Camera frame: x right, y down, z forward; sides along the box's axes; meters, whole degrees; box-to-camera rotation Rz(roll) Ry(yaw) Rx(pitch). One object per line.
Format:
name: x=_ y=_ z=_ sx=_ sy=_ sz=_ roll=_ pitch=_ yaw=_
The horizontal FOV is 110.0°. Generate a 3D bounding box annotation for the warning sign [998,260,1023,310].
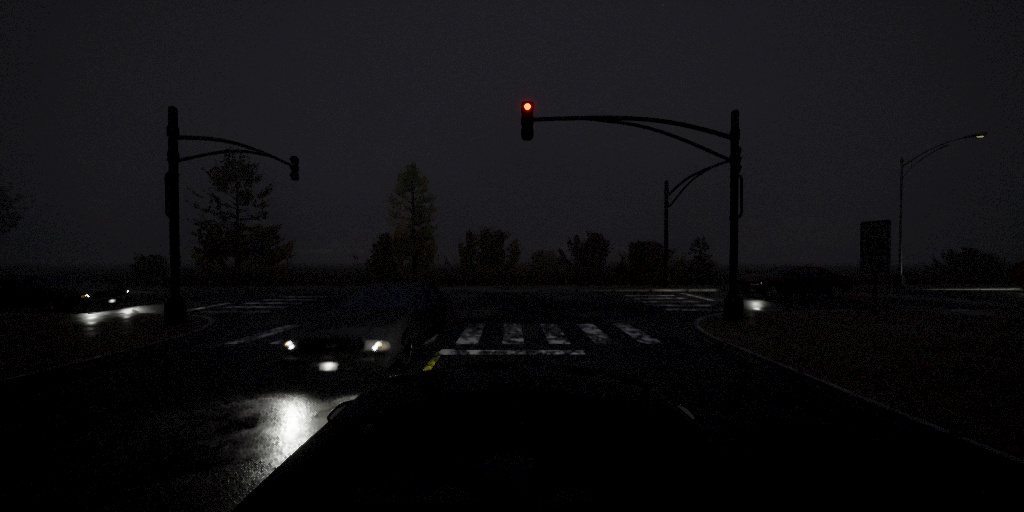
warning sign: x=17.013 y=0.893 z=11.719 sx=1.060 sy=1.860 sz=1.300 roll=0 pitch=0 yaw=-1

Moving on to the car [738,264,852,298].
car: x=13.568 y=1.180 z=17.471 sx=5.008 sy=1.535 sz=1.882 roll=0 pitch=1 yaw=-1

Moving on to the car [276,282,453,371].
car: x=-2.664 y=1.303 z=8.093 sx=2.033 sy=1.411 sz=5.357 roll=0 pitch=0 yaw=3

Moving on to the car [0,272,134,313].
car: x=-18.015 y=1.342 z=13.723 sx=5.357 sy=1.411 sz=2.033 roll=0 pitch=1 yaw=-1
